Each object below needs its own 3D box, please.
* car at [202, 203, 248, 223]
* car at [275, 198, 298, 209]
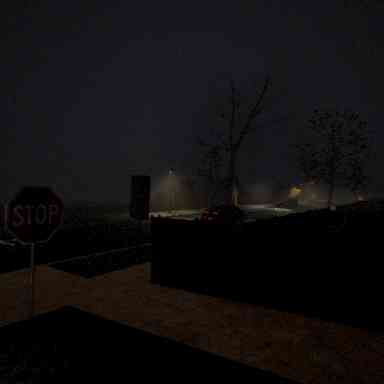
[{"bbox_3d":[2.591,1.622,25.094,1.837,1.490,4.892,4,2,33],"label":"car"},{"bbox_3d":[13.367,1.532,46.687,2.033,1.411,5.357,4,2,33],"label":"car"}]
